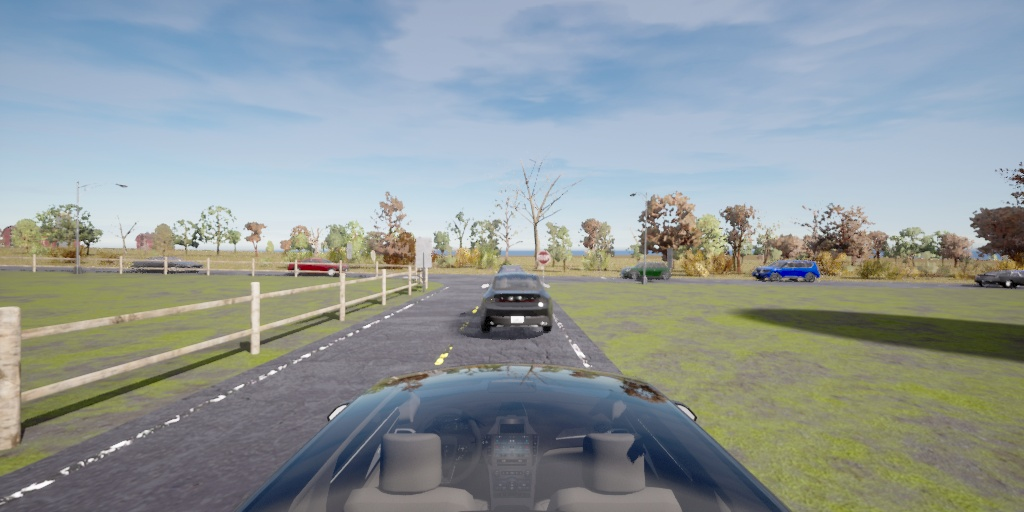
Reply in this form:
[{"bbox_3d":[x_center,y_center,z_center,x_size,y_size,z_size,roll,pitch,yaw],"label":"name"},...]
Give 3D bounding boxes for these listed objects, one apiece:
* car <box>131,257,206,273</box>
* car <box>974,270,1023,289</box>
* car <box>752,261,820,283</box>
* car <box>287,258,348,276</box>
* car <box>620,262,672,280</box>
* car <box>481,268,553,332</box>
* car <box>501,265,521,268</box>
[{"bbox_3d":[-30.748,0.775,32.142,5.357,1.411,2.033,1,1,0],"label":"car"},{"bbox_3d":[44.391,2.091,31.871,4.902,1.511,2.128,1,1,1],"label":"car"},{"bbox_3d":[26.603,1.468,34.842,5.566,2.045,2.150,1,1,0],"label":"car"},{"bbox_3d":[-17.286,0.963,32.083,5.008,1.535,1.882,1,1,0],"label":"car"},{"bbox_3d":[12.931,1.357,34.858,4.553,1.767,2.097,1,1,-1],"label":"car"},{"bbox_3d":[0.121,1.257,10.805,1.837,1.490,4.892,0,0,0],"label":"car"},{"bbox_3d":[-0.083,1.308,23.419,2.033,1.411,5.357,0,0,-3],"label":"car"}]
